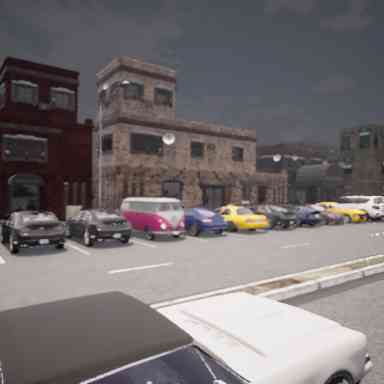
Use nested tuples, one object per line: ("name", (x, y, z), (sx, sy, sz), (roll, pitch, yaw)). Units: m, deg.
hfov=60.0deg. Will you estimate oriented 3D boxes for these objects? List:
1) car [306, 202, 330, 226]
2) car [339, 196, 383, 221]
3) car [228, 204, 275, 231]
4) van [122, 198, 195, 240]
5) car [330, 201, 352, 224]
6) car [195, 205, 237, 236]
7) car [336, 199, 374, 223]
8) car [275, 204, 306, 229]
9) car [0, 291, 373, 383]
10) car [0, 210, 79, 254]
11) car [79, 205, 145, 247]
("car", (6.772, 1.598, 23.460), (2.163, 1.488, 4.792), (0, 0, -36))
("car", (13.504, 1.368, 28.268), (2.435, 2.045, 5.566), (0, 0, -36))
("car", (2.195, 1.537, 20.382), (1.946, 1.575, 5.366), (0, 0, -36))
("van", (-2.016, 1.291, 17.003), (1.878, 1.987, 4.442), (0, 0, -36))
("car", (9.030, 1.624, 25.041), (2.002, 1.452, 4.674), (0, 0, -36))
("car", (0.059, 1.567, 18.626), (2.002, 1.452, 4.674), (0, 0, -36))
("car", (11.273, 1.601, 26.646), (2.097, 1.535, 5.008), (0, 0, -36))
("car", (4.549, 1.554, 21.828), (2.231, 1.521, 4.892), (0, 0, -36))
("car", (-0.500, 1.603, 2.776), (4.718, 1.301, 1.895), (0, 0, -35))
("car", (-6.668, 1.497, 13.816), (2.231, 1.521, 4.892), (0, 0, -36))
("car", (-4.425, 1.506, 15.418), (2.231, 1.521, 4.892), (0, 0, -36))
